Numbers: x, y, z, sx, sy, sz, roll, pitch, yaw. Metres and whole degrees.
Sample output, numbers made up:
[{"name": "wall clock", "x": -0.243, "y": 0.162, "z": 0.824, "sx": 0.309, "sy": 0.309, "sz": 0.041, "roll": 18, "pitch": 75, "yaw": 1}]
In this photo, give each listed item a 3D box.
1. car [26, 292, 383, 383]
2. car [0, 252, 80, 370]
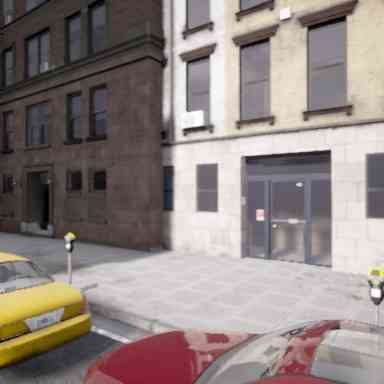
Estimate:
[{"name": "car", "x": 0.948, "y": 1.583, "z": 2.134, "sx": 4.206, "sy": 1.307, "sz": 1.802, "roll": 0, "pitch": 0, "yaw": 36}, {"name": "car", "x": -3.682, "y": 1.546, "z": 5.440, "sx": 4.829, "sy": 1.417, "sz": 1.752, "roll": 0, "pitch": 0, "yaw": 36}]
